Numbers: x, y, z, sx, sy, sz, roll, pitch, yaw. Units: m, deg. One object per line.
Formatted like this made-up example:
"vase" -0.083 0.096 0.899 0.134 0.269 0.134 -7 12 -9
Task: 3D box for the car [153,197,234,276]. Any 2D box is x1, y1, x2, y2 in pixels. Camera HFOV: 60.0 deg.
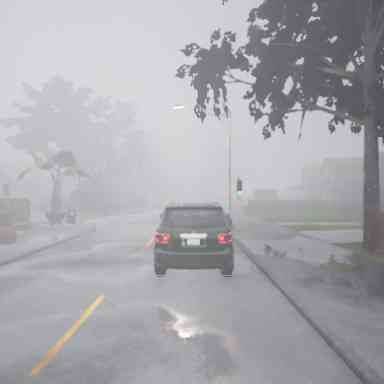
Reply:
"car" 0.067 1.314 10.788 2.150 2.045 5.566 0 0 1

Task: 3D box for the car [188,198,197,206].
"car" 0.175 2.092 69.304 1.812 1.442 4.674 0 0 0

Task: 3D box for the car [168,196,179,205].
"car" -3.935 1.819 72.660 2.150 2.045 5.566 0 0 0

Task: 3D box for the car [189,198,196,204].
"car" 0.078 2.213 87.367 1.837 1.490 4.892 0 0 0
